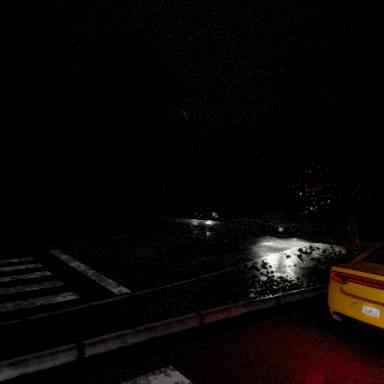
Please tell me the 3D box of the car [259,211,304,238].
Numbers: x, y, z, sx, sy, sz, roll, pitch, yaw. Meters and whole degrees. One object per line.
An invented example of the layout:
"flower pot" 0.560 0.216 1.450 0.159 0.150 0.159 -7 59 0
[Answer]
"car" 5.279 1.937 20.953 2.128 1.511 4.902 3 -2 8

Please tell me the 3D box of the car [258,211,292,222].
"car" 11.776 3.429 47.007 4.718 1.301 1.895 5 -3 -33

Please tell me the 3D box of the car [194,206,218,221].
"car" 1.658 2.411 37.629 1.837 1.490 4.892 1 -3 17

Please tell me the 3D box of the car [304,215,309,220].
"car" 15.731 3.808 52.520 5.357 1.411 2.033 4 -2 -16

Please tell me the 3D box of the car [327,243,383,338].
"car" 4.545 1.540 5.902 5.008 1.535 1.882 1 -1 -33
